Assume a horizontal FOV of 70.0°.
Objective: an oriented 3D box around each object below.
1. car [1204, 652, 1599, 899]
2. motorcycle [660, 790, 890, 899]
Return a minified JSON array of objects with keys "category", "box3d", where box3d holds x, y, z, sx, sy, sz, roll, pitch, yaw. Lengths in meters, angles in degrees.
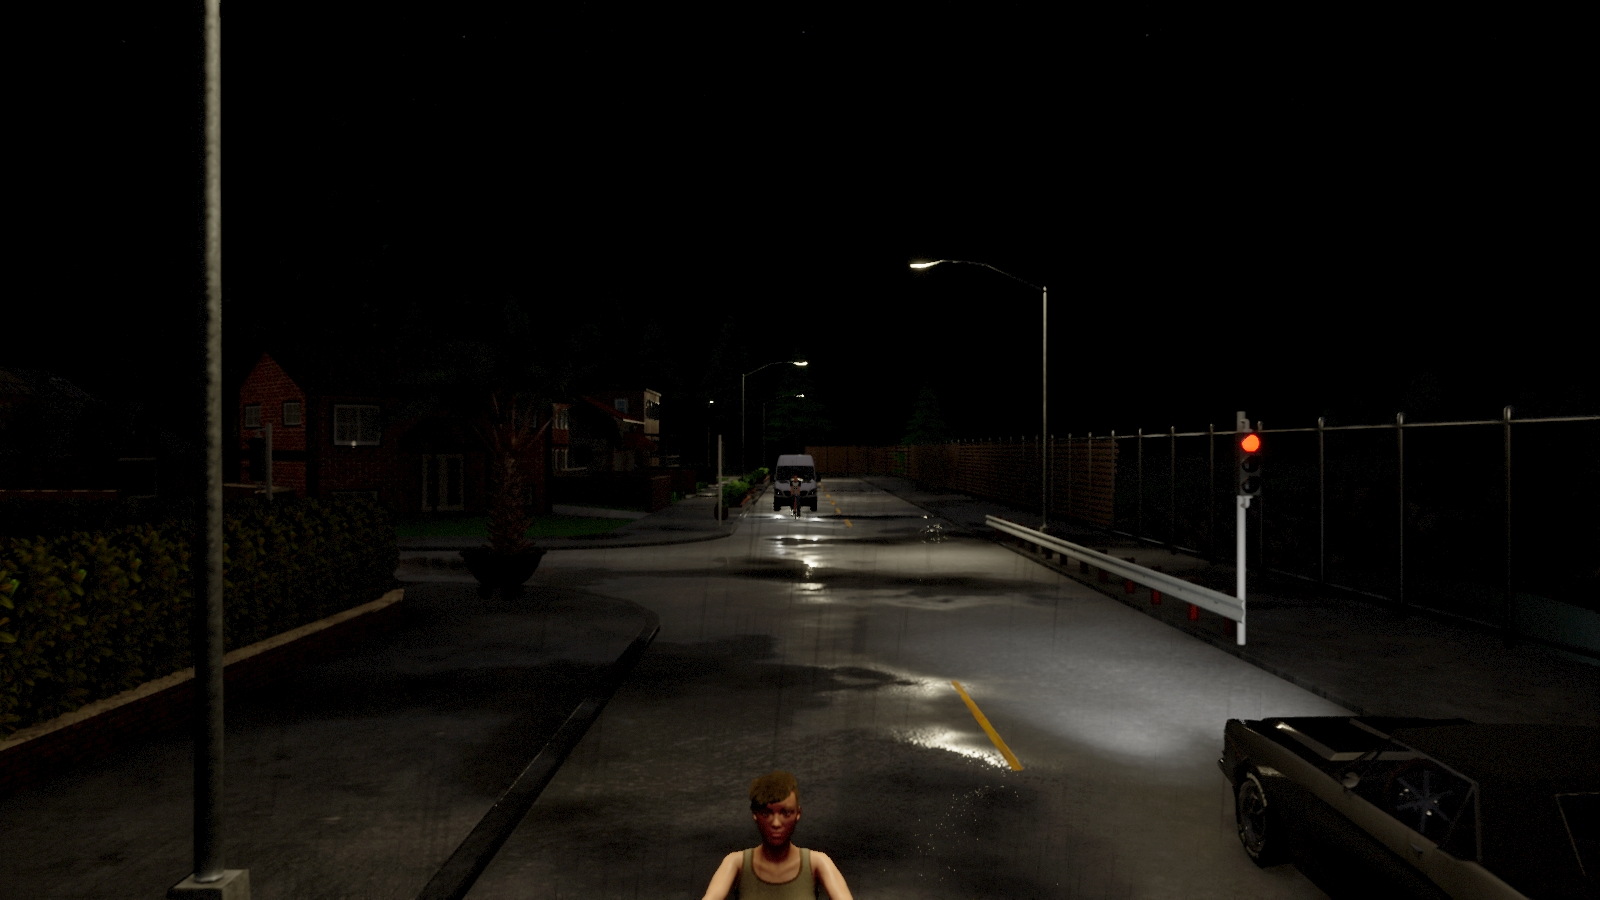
[{"category":"car","box3d":[3.958,2.150,6.132,1.895,1.301,4.718,0,0,0]},{"category":"motorcycle","box3d":[-0.084,2.152,3.847,0.764,1.307,2.356,0,0,-1]}]
